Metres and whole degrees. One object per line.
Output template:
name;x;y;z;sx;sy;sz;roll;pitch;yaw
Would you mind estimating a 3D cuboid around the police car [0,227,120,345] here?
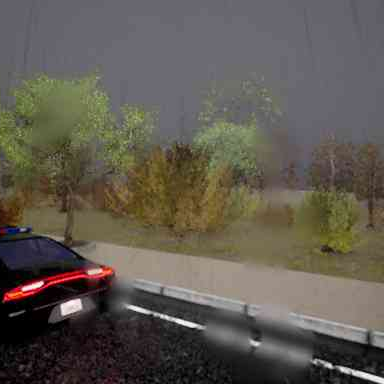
police car;-3.698;1.460;6.198;4.974;1.542;2.038;0;0;35
